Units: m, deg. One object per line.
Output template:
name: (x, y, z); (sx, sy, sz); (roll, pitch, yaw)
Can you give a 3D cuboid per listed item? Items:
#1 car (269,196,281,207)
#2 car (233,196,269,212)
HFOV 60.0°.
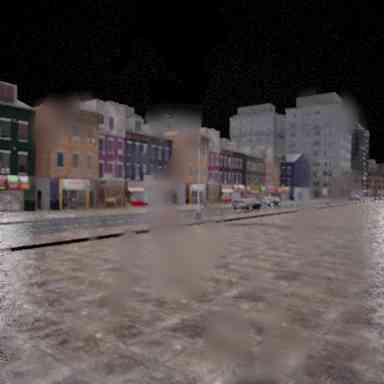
car: (11.441, 1.387, 48.677); (1.837, 1.490, 4.892); (1, 1, 36)
car: (6.262, 1.390, 36.767); (2.128, 1.511, 4.902); (1, 1, 36)
